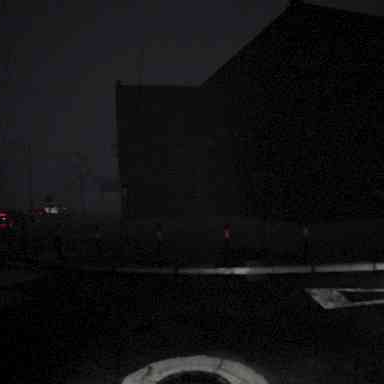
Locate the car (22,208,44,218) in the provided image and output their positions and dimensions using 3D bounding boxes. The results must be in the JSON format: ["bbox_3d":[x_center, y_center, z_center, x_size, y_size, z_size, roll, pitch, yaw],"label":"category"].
[{"bbox_3d":[-25.791,3.382,54.120,1.994,1.385,4.181,-2,-2,-10],"label":"car"}]

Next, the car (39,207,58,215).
[{"bbox_3d":[-27.361,3.562,63.445,2.033,1.411,5.357,-2,-2,-10],"label":"car"}]

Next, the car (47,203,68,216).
[{"bbox_3d":[-22.679,2.917,55.110,2.150,2.045,5.566,-2,-2,-10],"label":"car"}]

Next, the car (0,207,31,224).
[{"bbox_3d":[-19.055,2.511,35.388,1.837,1.490,4.892,-2,-2,-12],"label":"car"}]

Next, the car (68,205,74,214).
[{"bbox_3d":[-24.229,3.319,64.372,2.097,1.767,4.553,-2,-2,-10],"label":"car"}]

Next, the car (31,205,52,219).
[{"bbox_3d":[-20.994,2.922,45.223,1.994,1.385,4.181,-2,-2,-9],"label":"car"}]

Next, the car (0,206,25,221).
[{"bbox_3d":[-24.067,2.825,44.023,2.097,1.767,4.553,-2,-2,-9],"label":"car"}]
